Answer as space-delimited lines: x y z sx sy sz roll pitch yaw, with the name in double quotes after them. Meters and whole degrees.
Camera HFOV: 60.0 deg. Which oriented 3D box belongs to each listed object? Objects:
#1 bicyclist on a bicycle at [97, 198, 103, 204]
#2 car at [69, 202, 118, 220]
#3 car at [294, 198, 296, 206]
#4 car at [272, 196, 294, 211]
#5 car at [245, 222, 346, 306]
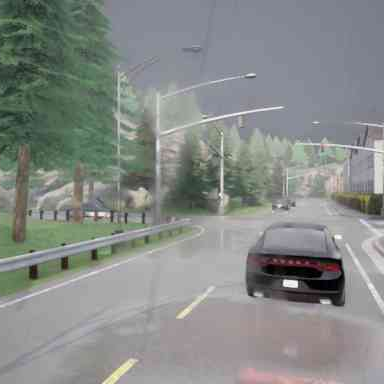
-10.205 1.416 36.637 0.582 1.620 1.656 -2 5 20 "bicyclist on a bicycle"
-8.364 1.579 28.443 4.181 1.385 1.994 0 0 20 "car"
14.616 1.352 50.718 2.097 1.767 4.553 0 0 21 "car"
11.165 1.491 41.555 2.128 1.511 4.902 0 0 21 "car"
2.621 1.478 8.224 1.882 1.535 5.008 0 0 21 "car"
